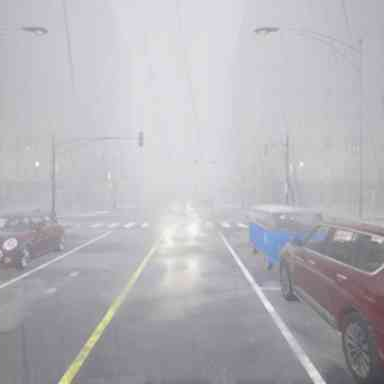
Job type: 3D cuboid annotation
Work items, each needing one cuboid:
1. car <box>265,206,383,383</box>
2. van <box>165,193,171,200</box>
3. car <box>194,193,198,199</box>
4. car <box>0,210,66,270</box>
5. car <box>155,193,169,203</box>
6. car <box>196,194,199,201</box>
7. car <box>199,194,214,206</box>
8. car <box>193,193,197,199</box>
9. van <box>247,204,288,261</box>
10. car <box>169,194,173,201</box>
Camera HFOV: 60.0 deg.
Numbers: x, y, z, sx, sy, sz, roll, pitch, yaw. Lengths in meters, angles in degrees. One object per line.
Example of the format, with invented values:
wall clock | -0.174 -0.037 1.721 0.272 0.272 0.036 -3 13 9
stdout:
car | 2.860 1.306 5.223 2.192 1.841 5.009 0 0 0
van | -6.797 1.308 94.040 1.690 1.788 3.998 0 0 -1
car | 2.096 1.515 77.248 1.802 1.307 4.206 0 0 -1
car | -5.664 1.423 10.744 1.967 1.590 4.097 0 0 0
car | -6.182 1.374 65.768 1.967 1.590 4.097 0 0 -1
car | 2.342 1.515 65.944 1.802 1.307 4.206 0 0 -1
car | 2.587 1.379 54.637 1.967 1.590 4.097 0 0 -1
car | 1.972 1.487 82.901 1.887 1.381 4.507 0 0 -1
van | 2.862 1.324 10.747 1.690 1.788 3.998 0 0 0
car | -6.551 1.257 82.729 2.192 1.841 5.009 0 0 -1
